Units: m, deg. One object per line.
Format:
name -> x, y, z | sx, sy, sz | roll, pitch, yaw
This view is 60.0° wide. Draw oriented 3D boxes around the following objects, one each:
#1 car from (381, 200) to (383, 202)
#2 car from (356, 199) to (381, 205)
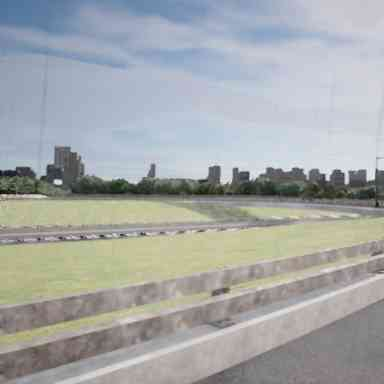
car -> 46.428, 2.662, 80.384 | 1.994, 1.385, 4.181 | 0, -1, 1
car -> 42.947, 2.655, 81.130 | 2.033, 1.411, 5.357 | 0, -1, 1
